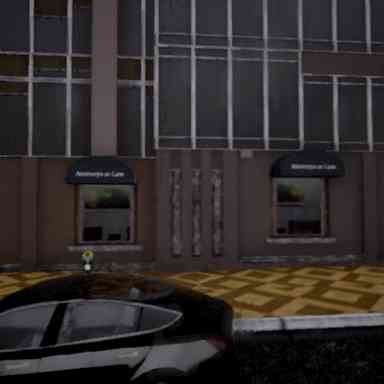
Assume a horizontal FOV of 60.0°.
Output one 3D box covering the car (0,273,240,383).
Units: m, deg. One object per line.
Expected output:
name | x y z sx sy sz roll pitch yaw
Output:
car | -1.609 1.709 3.826 4.313 1.339 1.947 0 -1 -5
